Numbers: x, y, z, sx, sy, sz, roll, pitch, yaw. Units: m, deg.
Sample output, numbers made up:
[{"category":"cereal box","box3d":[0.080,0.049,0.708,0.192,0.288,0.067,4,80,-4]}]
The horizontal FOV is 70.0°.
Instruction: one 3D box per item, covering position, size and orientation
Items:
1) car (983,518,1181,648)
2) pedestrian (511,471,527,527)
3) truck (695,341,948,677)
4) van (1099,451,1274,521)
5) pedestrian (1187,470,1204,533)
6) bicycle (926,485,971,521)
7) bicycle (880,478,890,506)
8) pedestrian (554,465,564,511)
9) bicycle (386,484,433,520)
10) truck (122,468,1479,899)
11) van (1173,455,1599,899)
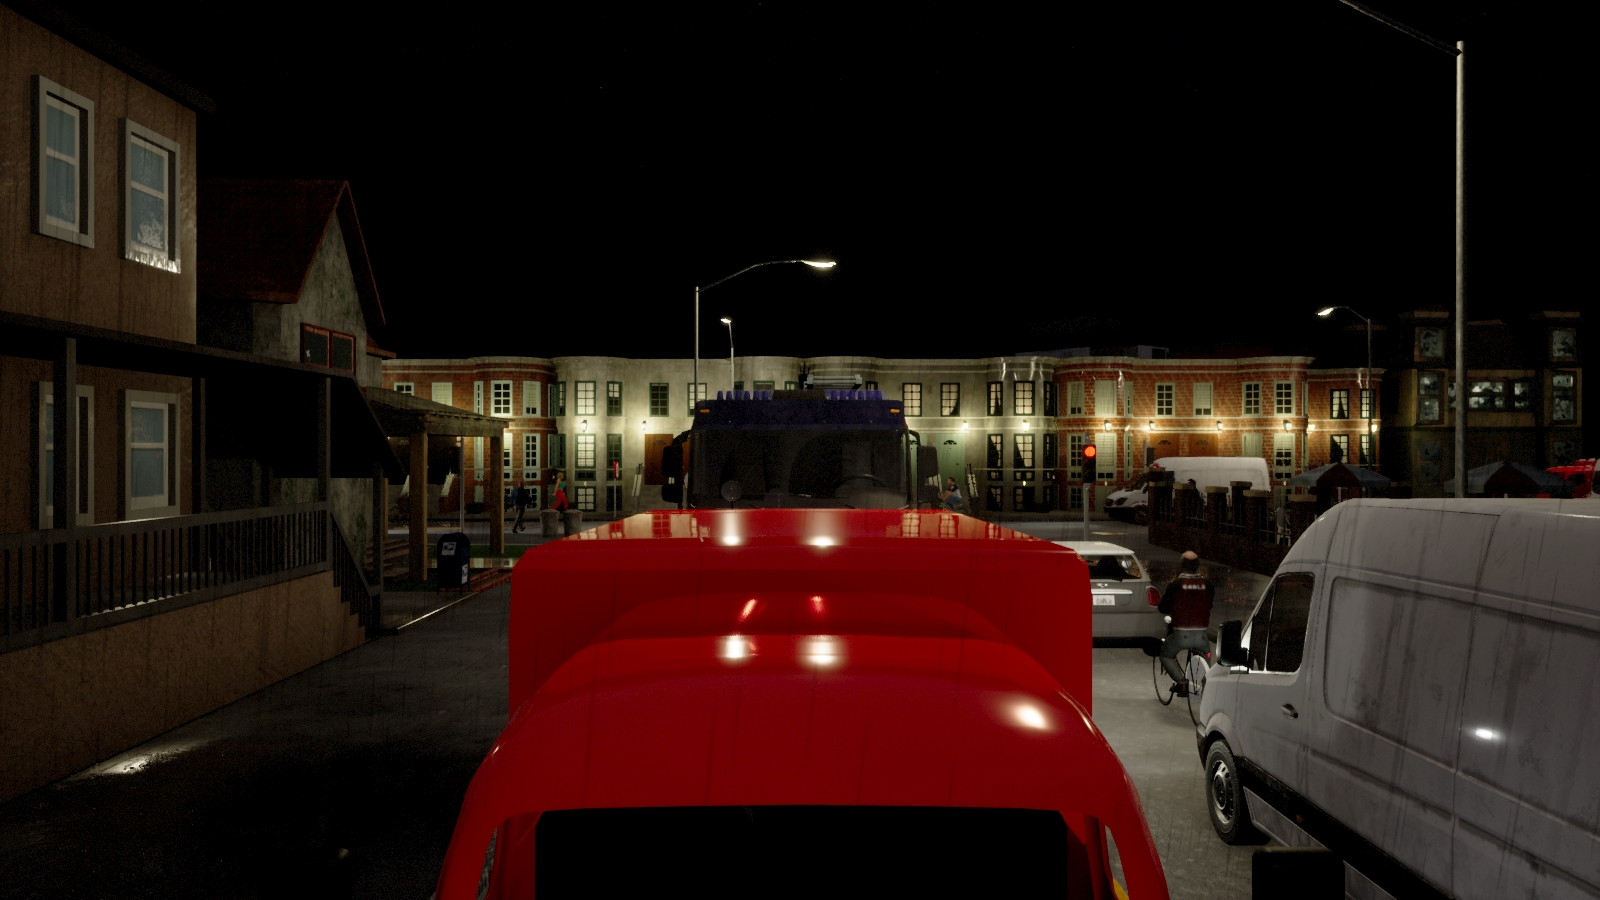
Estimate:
[{"category":"car","box3d":[3.996,1.852,16.834,1.970,1.475,3.806,0,0,0]},{"category":"pedestrian","box3d":[-9.466,1.645,38.536,0.375,1.860,0.375,0,0,17]},{"category":"truck","box3d":[0.275,0.678,17.256,2.891,3.827,8.468,0,0,0]},{"category":"van","box3d":[14.498,1.333,43.032,5.915,2.561,1.988,0,0,0]},{"category":"pedestrian","box3d":[11.852,1.531,34.246,0.375,1.860,0.375,0,0,0]},{"category":"bicycle","box3d":[5.487,1.954,42.206,1.643,1.296,0.373,0,1,-17]},{"category":"bicycle","box3d":[4.005,1.963,53.762,0.329,1.271,1.835,0,0,0]},{"category":"pedestrian","box3d":[-9.891,1.545,46.887,0.375,1.860,0.375,0,0,-6]},{"category":"bicycle","box3d":[-14.686,1.954,42.994,1.643,1.296,0.373,0,0,0]},{"category":"truck","box3d":[-0.002,1.351,4.813,2.627,2.467,5.204,0,0,0]},{"category":"van","box3d":[4.008,1.318,6.281,1.988,2.561,5.915,0,0,0]}]
